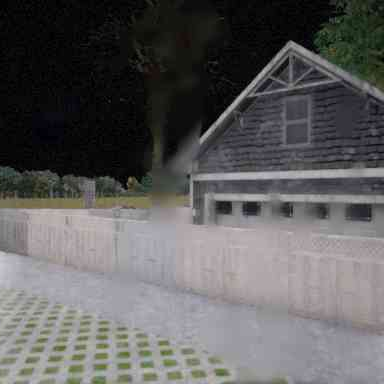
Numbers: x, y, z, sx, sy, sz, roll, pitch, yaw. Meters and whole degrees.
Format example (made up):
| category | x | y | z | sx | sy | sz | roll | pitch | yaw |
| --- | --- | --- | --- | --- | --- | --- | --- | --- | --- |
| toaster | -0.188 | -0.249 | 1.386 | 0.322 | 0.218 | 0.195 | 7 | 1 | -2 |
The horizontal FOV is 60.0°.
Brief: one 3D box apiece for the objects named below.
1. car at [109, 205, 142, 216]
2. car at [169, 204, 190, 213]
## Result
| category | x | y | z | sx | sy | sz | roll | pitch | yaw |
| --- | --- | --- | --- | --- | --- | --- | --- | --- | --- |
| car | -6.308 | 1.859 | 29.100 | 1.994 | 1.385 | 4.181 | 0 | -1 | 34 |
| car | -0.641 | 2.033 | 37.152 | 1.895 | 1.301 | 4.718 | 0 | -1 | 35 |
